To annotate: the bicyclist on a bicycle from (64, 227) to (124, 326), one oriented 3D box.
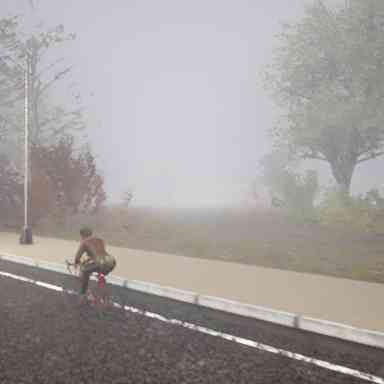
[{"bbox_3d":[-1.774,1.447,5.872,1.656,1.620,0.582,0,0,35],"label":"bicyclist on a bicycle"}]
